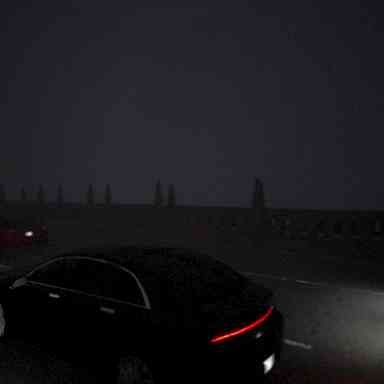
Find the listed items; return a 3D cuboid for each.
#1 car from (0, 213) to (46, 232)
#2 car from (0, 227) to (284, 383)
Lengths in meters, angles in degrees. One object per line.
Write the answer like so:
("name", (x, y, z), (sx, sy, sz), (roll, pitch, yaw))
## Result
("car", (-7.865, 1.572, 13.902), (4.181, 1.385, 1.994), (0, 0, 36))
("car", (-1.173, 1.505, 4.829), (4.892, 1.490, 1.837), (0, 0, 35))
